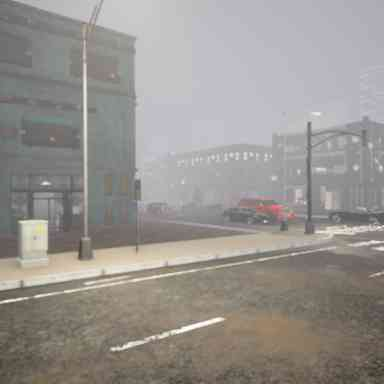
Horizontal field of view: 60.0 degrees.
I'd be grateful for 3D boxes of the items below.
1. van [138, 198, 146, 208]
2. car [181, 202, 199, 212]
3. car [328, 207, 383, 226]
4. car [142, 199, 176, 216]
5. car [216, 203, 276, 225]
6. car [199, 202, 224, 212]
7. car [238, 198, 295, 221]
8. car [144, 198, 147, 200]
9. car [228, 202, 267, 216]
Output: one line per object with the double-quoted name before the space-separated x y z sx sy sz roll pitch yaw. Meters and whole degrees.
"van" -9.590 2.021 61.425 1.690 1.788 3.998 -1 0 -35
"car" 0.021 2.079 47.879 1.802 1.307 4.206 -1 0 -35
"car" 12.889 1.807 25.313 1.895 1.301 4.718 0 -1 -33
"car" -3.616 1.925 38.515 1.967 1.590 4.097 -1 0 -35
"car" 4.314 1.892 27.125 1.947 1.339 4.313 -1 0 -35
"car" 3.222 2.017 43.364 1.802 1.307 4.206 -1 0 -35
"car" 6.238 1.536 29.111 2.150 2.045 5.566 0 0 -35
"car" -3.965 1.996 43.515 1.882 1.535 5.008 0 0 -35
"car" 6.423 1.922 38.849 2.008 1.369 4.403 -1 0 -35
